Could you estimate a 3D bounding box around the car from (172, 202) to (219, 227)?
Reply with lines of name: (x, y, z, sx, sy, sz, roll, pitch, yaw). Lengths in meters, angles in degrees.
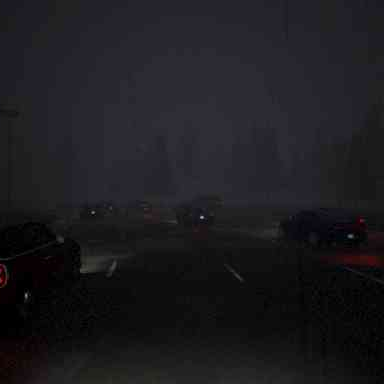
car: (0.154, 1.670, 23.947, 1.994, 1.385, 4.181, 0, 0, -14)

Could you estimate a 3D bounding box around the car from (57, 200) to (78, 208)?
car: (-16.634, 1.808, 45.813, 4.718, 1.301, 1.895, 0, 0, 39)

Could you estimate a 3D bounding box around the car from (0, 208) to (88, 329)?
car: (-3.926, 1.384, 7.122, 2.097, 1.767, 4.553, 0, 0, -4)

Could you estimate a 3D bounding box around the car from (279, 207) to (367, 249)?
car: (5.649, 1.543, 15.097, 1.882, 1.535, 5.008, 0, 0, -9)

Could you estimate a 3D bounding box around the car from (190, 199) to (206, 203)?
car: (-0.614, 1.765, 36.983, 1.895, 1.301, 4.718, 0, 0, -25)

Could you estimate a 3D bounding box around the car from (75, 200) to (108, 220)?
car: (-8.992, 1.697, 29.556, 1.994, 1.385, 4.181, 0, 0, -21)

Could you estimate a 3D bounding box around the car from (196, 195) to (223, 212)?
car: (1.581, 1.398, 40.140, 2.150, 2.045, 5.566, 0, 0, -28)

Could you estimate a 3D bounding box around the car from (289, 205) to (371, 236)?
car: (8.248, 1.637, 20.582, 2.033, 1.411, 5.357, 0, 0, -12)

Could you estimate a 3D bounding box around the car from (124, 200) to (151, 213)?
car: (-6.544, 1.682, 39.555, 1.837, 1.490, 4.892, 0, 0, -33)

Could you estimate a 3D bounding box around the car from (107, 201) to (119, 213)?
car: (-9.989, 1.736, 38.312, 1.994, 1.385, 4.181, 0, 0, -33)
